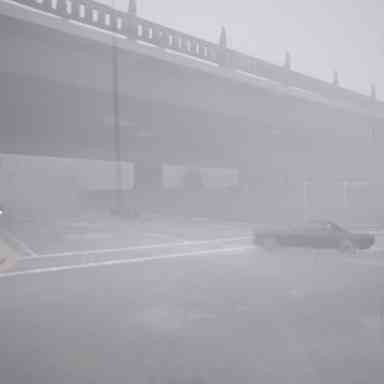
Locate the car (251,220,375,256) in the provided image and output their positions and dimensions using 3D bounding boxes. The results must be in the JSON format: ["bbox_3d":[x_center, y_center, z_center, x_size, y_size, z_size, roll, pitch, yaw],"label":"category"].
[{"bbox_3d":[4.907,1.835,14.076,4.718,1.301,1.895,0,0,13],"label":"car"}]

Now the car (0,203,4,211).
[{"bbox_3d":[-27.696,2.010,46.683,1.994,1.385,4.181,1,-1,-35],"label":"car"}]

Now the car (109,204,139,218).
[{"bbox_3d":[-7.432,2.018,36.202,1.994,1.385,4.181,1,-1,-36],"label":"car"}]
